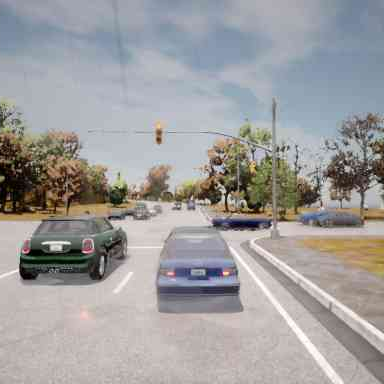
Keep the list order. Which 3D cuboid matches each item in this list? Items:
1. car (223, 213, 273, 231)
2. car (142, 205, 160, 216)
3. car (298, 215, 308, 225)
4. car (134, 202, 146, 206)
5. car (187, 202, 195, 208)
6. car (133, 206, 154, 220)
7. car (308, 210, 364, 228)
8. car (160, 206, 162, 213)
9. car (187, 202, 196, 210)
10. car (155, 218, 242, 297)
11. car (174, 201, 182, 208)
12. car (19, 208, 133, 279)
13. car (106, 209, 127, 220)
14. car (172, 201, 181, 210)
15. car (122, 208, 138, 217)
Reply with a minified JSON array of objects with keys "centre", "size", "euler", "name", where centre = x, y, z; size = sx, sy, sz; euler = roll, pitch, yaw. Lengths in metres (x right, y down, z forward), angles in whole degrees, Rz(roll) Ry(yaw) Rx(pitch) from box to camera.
[{"centre":[3.849,2.313,25.808],"size":[4.718,1.301,1.895],"euler":[0,-3,0],"name":"car"},{"centre":[-7.192,3.439,57.718],"size":[1.812,1.442,4.674],"euler":[0,-1,0],"name":"car"},{"centre":[13.184,2.528,33.153],"size":[5.008,1.535,1.882],"euler":[0,-3,-1],"name":"car"},{"centre":[-10.634,3.211,68.267],"size":[2.150,2.045,5.566],"euler":[0,0,0],"name":"car"},{"centre":[-0.265,3.314,87.985],"size":[1.994,1.385,4.181],"euler":[0,0,-4],"name":"car"},{"centre":[-7.183,3.163,47.827],"size":[2.128,1.511,4.902],"euler":[0,-2,1],"name":"car"},{"centre":[13.017,2.453,29.659],"size":[4.181,1.385,1.994],"euler":[0,-3,-2],"name":"car"},{"centre":[-7.145,3.495,68.008],"size":[1.837,1.490,4.892],"euler":[0,0,0],"name":"car"},{"centre":[-0.151,3.475,77.802],"size":[1.812,1.442,4.674],"euler":[0,0,0],"name":"car"},{"centre":[0.075,1.647,8.924],"size":[2.033,1.411,5.357],"euler":[0,-1,-1],"name":"car"},{"centre":[-3.764,3.258,87.893],"size":[1.837,1.490,4.892],"euler":[0,0,-4],"name":"car"},{"centre":[-3.436,1.487,10.542],"size":[2.097,1.767,4.553],"euler":[0,-1,0],"name":"car"},{"centre":[-10.724,3.214,47.633],"size":[2.033,1.411,5.357],"euler":[0,-2,-3],"name":"car"},{"centre":[-3.651,3.547,77.860],"size":[1.895,1.301,4.718],"euler":[0,0,0],"name":"car"},{"centre":[-10.694,3.511,57.510],"size":[1.895,1.301,4.718],"euler":[0,-1,0],"name":"car"}]
